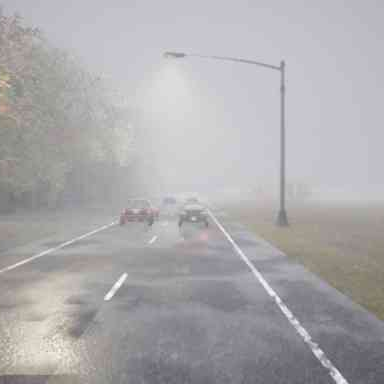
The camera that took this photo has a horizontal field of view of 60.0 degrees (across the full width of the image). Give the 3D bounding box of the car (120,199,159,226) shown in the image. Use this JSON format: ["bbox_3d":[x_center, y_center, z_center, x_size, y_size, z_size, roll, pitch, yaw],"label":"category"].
[{"bbox_3d":[-3.410,1.215,22.412,2.097,1.767,4.553,0,0,0],"label":"car"}]

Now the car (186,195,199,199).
[{"bbox_3d":[0.076,1.191,53.768,1.812,1.442,4.674,0,0,0],"label":"car"}]

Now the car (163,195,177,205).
[{"bbox_3d":[-3.421,1.153,52.231,1.882,1.535,5.008,0,0,0],"label":"car"}]

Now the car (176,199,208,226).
[{"bbox_3d":[0.090,1.393,21.911,1.812,1.442,4.674,0,0,0],"label":"car"}]
